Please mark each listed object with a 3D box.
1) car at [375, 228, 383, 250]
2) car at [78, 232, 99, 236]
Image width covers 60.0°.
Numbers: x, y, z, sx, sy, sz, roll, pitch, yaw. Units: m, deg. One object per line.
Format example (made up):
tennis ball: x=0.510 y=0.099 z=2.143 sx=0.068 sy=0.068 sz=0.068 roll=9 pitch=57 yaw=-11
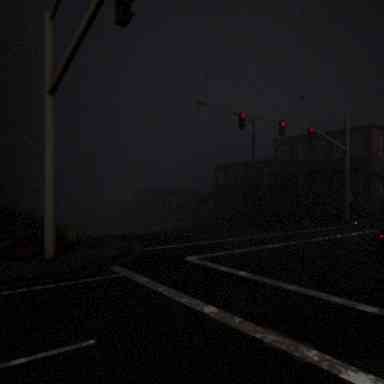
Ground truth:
car: x=8.417 y=1.510 z=9.688 sx=2.033 sy=1.411 sz=5.357 roll=0 pitch=0 yaw=-36
car: x=-11.926 y=5.232 z=37.358 sx=1.994 sy=1.385 sz=4.181 roll=0 pitch=-12 yaw=-36
